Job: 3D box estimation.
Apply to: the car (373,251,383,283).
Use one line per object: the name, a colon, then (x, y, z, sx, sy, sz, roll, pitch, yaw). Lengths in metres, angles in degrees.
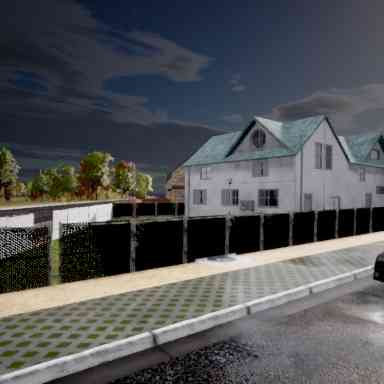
car: (6.373, 1.521, 8.023, 4.181, 1.385, 1.994, -1, -3, -27)
